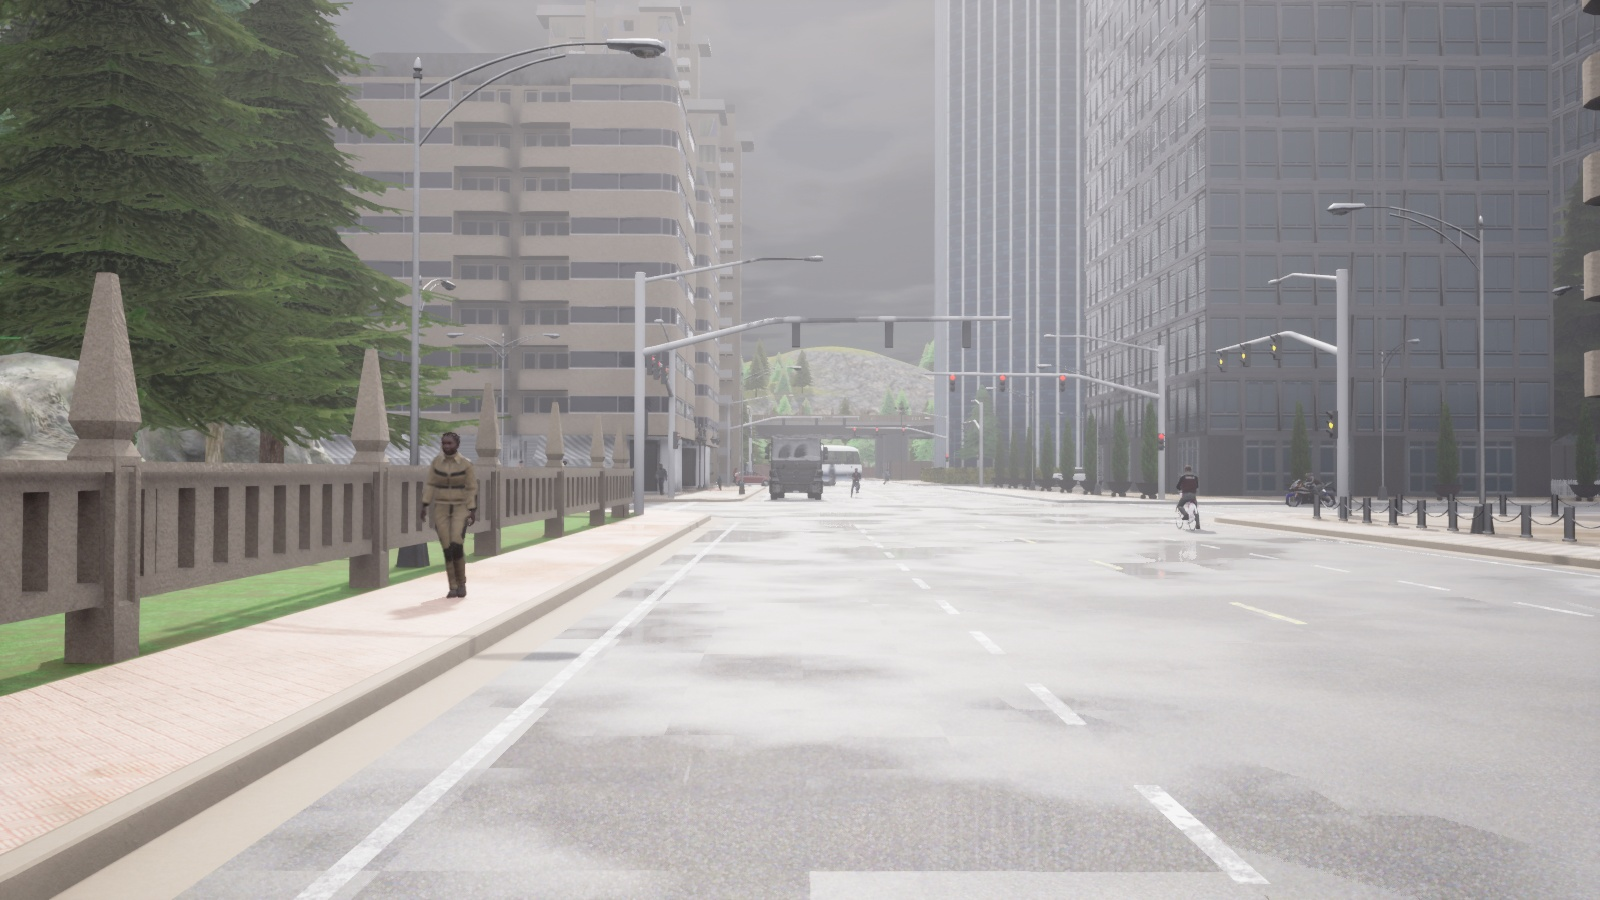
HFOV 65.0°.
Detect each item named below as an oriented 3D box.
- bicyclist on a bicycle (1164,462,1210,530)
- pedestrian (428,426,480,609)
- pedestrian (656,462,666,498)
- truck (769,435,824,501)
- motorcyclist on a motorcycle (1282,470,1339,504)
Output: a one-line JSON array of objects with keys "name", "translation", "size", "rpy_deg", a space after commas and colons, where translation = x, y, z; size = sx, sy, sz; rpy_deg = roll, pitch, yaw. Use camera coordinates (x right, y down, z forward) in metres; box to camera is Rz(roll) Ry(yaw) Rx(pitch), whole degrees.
[{"name": "bicyclist on a bicycle", "translation": [10.403, 1.210, 33.844], "size": [0.659, 1.776, 1.843], "rpy_deg": [0, -1, 0]}, {"name": "pedestrian", "translation": [-3.756, 0.717, 13.648], "size": [0.396, 1.930, 0.692], "rpy_deg": [0, -1, -2]}, {"name": "pedestrian", "translation": [-7.690, 1.667, 69.700], "size": [0.423, 1.949, 0.788], "rpy_deg": [0, -1, 3]}, {"name": "truck", "translation": [-0.204, 1.010, 70.268], "size": [2.891, 3.462, 7.936], "rpy_deg": [0, -1, 0]}, {"name": "motorcyclist on a motorcycle", "translation": [22.751, 1.641, 55.963], "size": [2.191, 1.530, 0.866], "rpy_deg": [0, -1, 0]}]
